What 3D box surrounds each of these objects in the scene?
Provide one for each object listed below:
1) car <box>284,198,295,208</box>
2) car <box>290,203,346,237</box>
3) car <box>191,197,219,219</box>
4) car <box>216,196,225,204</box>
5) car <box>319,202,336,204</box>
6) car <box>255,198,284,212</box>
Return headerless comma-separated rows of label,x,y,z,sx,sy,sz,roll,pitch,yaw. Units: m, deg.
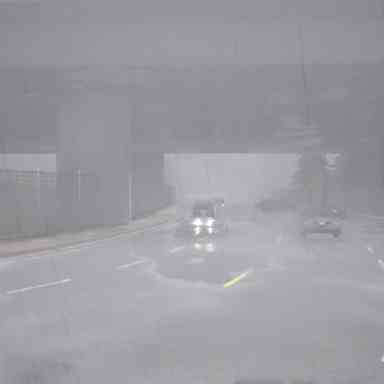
car,11.976,1.520,43.105,2.033,1.411,5.357,0,0,2
car,6.701,1.534,18.041,2.033,1.411,5.357,0,0,14
car,1.033,1.479,29.381,2.128,1.511,4.902,0,0,3
car,5.019,1.494,62.049,1.812,1.442,4.674,0,0,1
car,11.586,1.542,28.750,1.994,1.385,4.181,0,0,3
car,8.439,1.525,37.899,2.033,1.411,5.357,0,0,1
